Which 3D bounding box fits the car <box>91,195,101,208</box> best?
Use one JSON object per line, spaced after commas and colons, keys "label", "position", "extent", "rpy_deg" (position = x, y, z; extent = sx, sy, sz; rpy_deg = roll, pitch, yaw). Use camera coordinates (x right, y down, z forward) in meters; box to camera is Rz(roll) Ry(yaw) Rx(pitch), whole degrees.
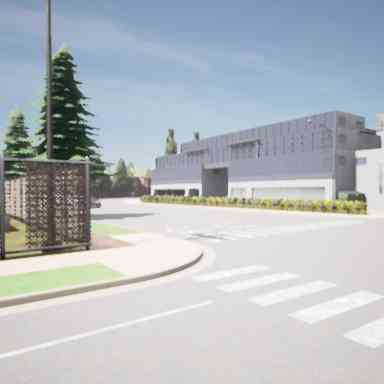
{"label": "car", "position": [-13.572, 1.231, 43.773], "extent": [2.097, 1.767, 4.553], "rpy_deg": [-1, 0, -34]}
